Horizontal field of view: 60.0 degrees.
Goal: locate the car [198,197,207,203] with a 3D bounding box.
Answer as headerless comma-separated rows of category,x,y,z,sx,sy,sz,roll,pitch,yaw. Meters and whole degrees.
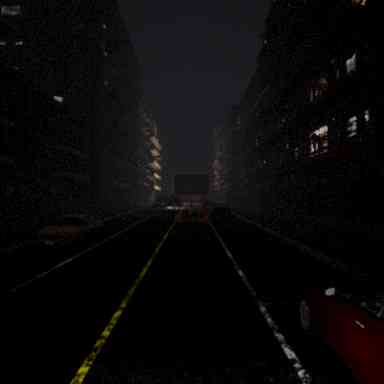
car,2.570,1.984,81.245,1.887,1.381,4.507,1,0,0

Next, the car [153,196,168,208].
car,-5.305,1.778,53.484,1.752,1.417,4.829,2,0,0

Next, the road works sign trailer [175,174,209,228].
road works sign trailer,-0.015,0.554,23.146,2.380,3.560,2.880,0,0,0

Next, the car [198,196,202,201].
car,2.573,1.837,59.124,2.008,1.369,4.403,1,0,0

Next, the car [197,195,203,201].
car,2.571,1.943,75.716,1.887,1.381,4.507,1,0,0

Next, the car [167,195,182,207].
car,-2.819,1.496,57.156,2.150,2.045,5.566,0,0,1

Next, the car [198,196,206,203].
car,2.579,1.922,86.778,1.967,1.590,4.097,1,0,0

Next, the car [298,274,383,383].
car,2.583,1.595,3.821,1.802,1.307,4.206,1,0,0

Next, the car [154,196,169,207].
car,-5.300,1.603,59.187,2.192,1.841,5.009,2,0,0

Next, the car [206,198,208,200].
car,2.578,1.683,37.172,1.752,1.417,4.829,1,0,0

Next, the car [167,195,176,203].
car,-5.306,1.798,86.838,2.192,1.841,5.009,1,0,0

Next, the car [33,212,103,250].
car,-5.297,1.580,14.777,1.752,1.417,4.829,2,0,0

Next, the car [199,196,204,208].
car,2.574,1.798,53.592,1.887,1.381,4.507,1,0,0

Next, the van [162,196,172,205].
van,-5.303,1.701,70.245,1.690,1.788,3.998,2,0,0

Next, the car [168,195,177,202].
car,-5.307,1.842,92.367,2.192,1.841,5.009,1,0,0

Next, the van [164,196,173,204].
van,-5.305,1.741,75.777,1.690,1.788,3.998,1,0,0

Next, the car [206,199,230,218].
car,2.579,1.674,31.470,1.887,1.381,4.507,1,0,0
